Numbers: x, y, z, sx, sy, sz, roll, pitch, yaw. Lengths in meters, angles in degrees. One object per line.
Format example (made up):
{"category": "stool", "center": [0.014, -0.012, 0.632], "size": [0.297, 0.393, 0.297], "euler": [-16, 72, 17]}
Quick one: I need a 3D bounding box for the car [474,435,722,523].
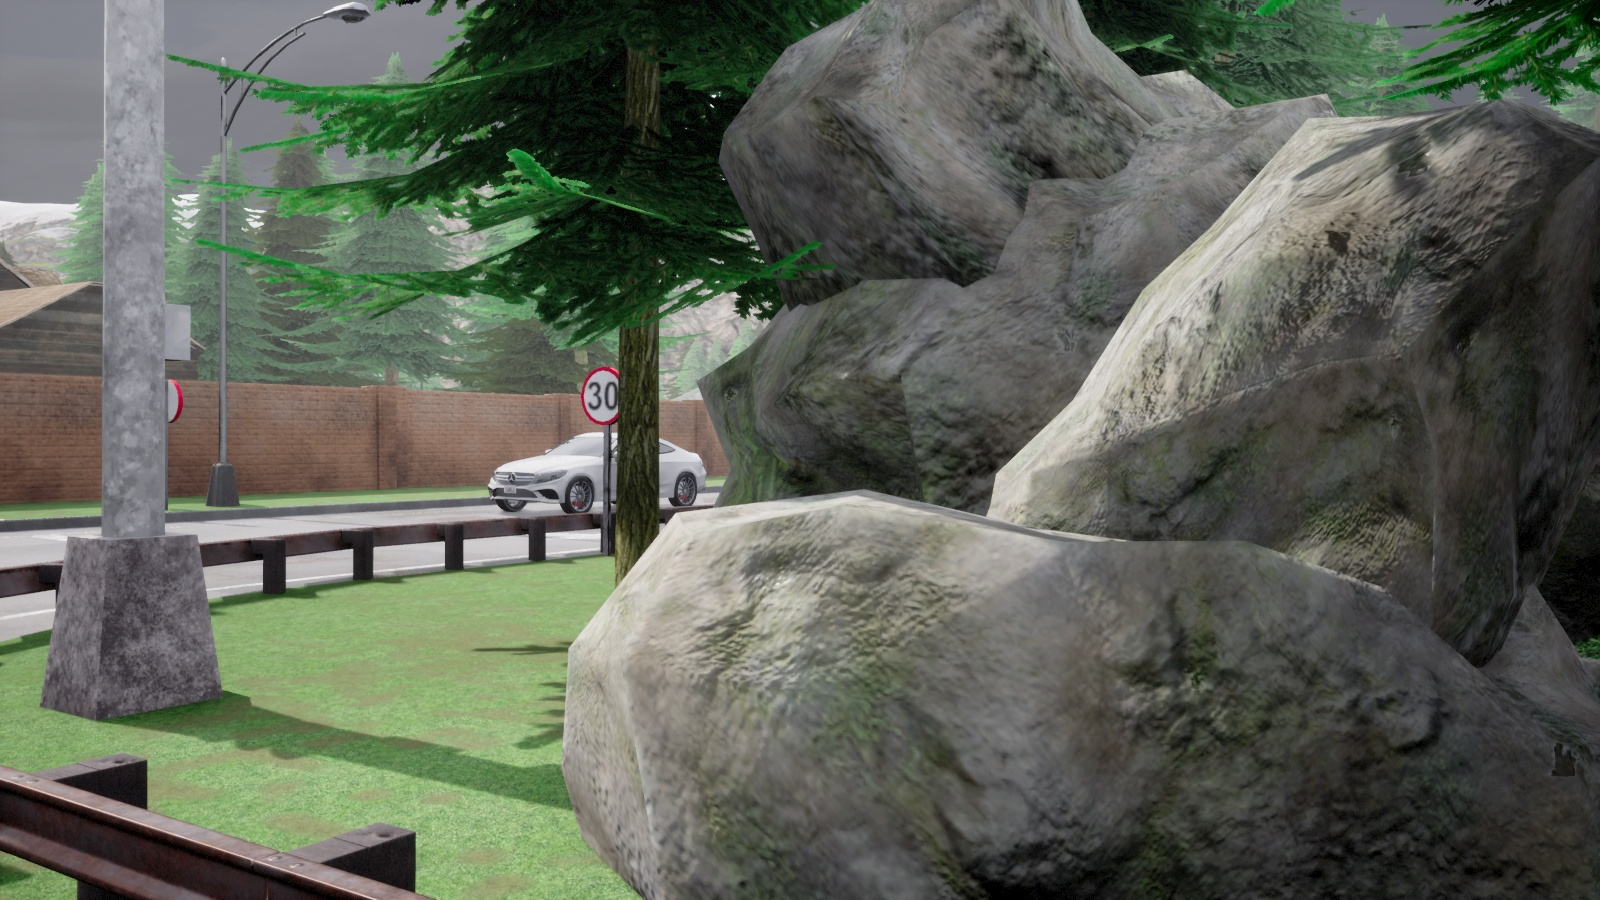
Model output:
{"category": "car", "center": [-3.608, 0.457, 23.271], "size": [1.812, 1.442, 4.674], "euler": [0, 1, 34]}
